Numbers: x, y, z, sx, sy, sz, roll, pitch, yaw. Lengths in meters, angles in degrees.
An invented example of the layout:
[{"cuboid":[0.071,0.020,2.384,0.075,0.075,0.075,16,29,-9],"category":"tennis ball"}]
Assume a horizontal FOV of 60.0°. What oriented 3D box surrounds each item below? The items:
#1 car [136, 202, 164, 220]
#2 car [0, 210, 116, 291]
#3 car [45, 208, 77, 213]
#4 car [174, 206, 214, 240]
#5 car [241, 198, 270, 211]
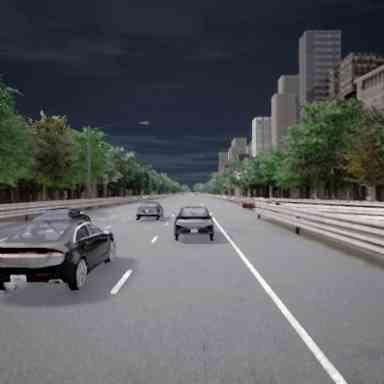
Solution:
[{"cuboid":[-3.401,1.502,27.639,2.033,1.411,5.357,0,0,0],"category":"car"},{"cuboid":[-3.398,1.475,8.940,2.128,1.511,4.902,0,0,0],"category":"car"},{"cuboid":[-6.900,1.531,17.902,1.994,1.385,4.181,0,0,0],"category":"car"},{"cuboid":[0.098,1.460,16.795,2.128,1.511,4.902,0,0,0],"category":"car"},{"cuboid":[7.614,1.485,40.261,2.163,1.488,4.792,0,0,-18],"category":"car"}]
